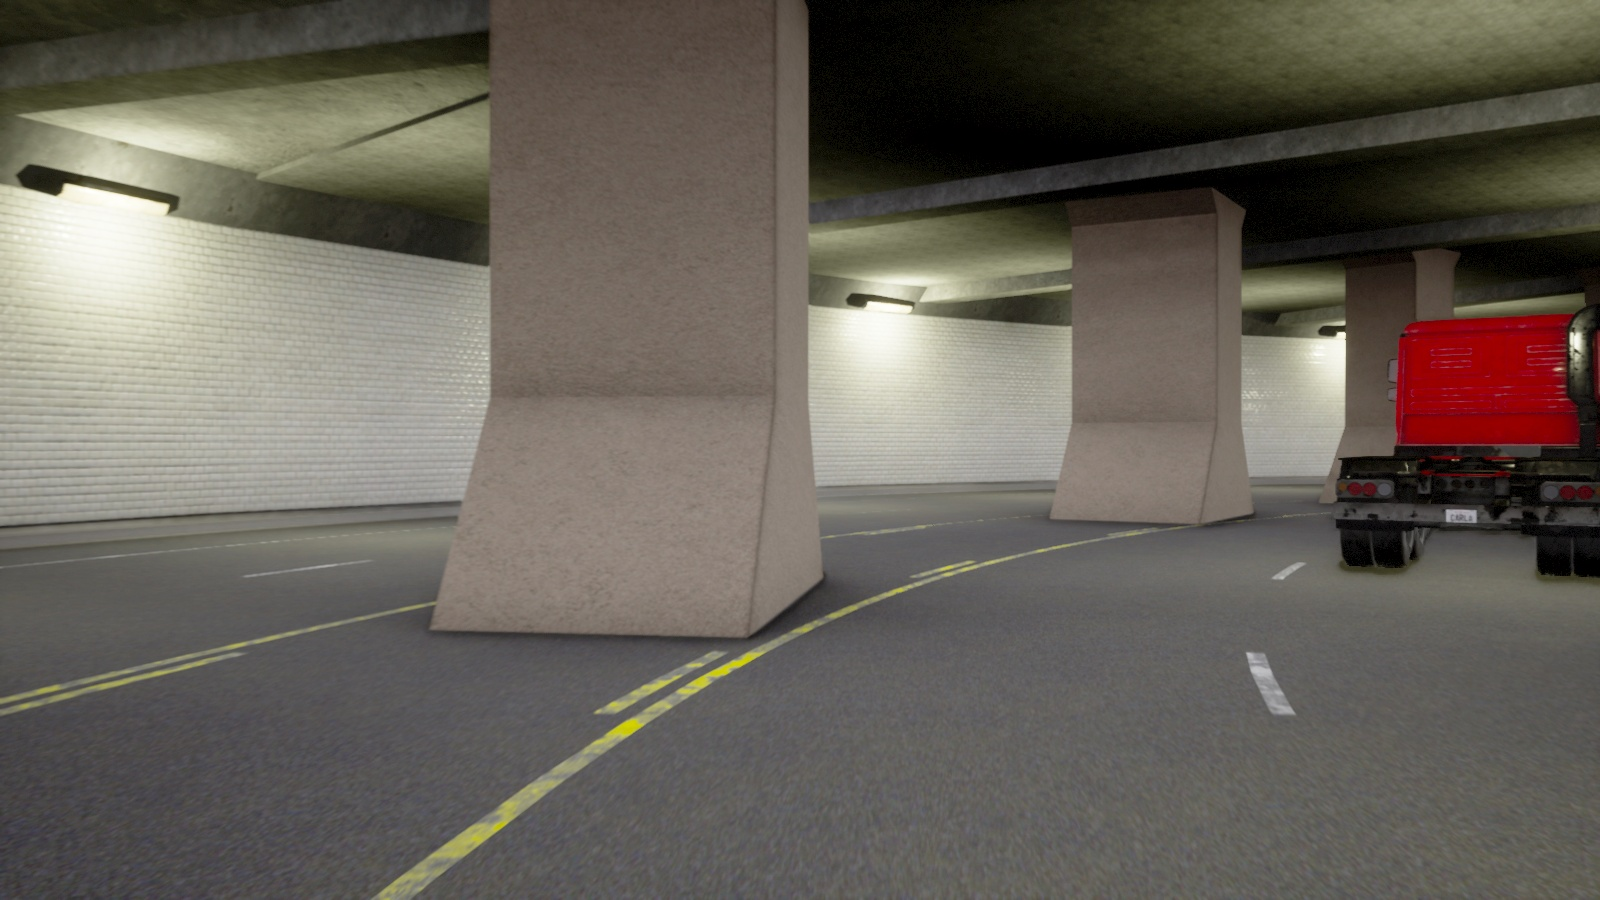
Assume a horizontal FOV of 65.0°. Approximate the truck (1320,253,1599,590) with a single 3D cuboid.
[{"bbox_3d":[9.306,-0.316,16.912,2.891,3.462,7.936,0,0,33],"label":"truck"}]
